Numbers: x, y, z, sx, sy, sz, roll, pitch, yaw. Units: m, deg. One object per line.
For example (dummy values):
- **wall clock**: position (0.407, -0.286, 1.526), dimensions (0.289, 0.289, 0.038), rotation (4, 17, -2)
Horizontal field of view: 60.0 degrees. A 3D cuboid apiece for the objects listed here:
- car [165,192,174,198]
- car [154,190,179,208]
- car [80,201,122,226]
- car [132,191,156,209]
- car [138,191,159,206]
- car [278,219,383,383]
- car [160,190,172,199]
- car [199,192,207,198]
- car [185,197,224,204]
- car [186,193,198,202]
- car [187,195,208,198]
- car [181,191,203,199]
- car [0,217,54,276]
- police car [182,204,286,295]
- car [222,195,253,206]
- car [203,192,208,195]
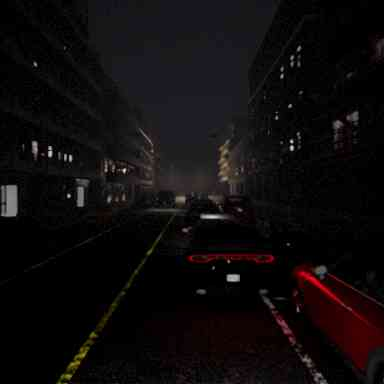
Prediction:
- **car**: position (-5.669, 0.653, 83.307), dimensions (1.887, 1.381, 4.507), rotation (0, 1, 0)
- **car**: position (-3.088, 0.796, 40.128), dimensions (2.150, 2.045, 5.566), rotation (0, 1, 0)
- **car**: position (-5.683, 1.302, 21.138), dimensions (1.752, 1.417, 4.829), rotation (0, 1, 0)
- **car**: position (-5.679, 1.035, 38.217), dimensions (1.967, 1.590, 4.097), rotation (0, 1, 0)
- **car**: position (-5.677, 0.849, 43.852), dimensions (2.192, 1.841, 5.009), rotation (0, 1, 0)
- **car**: position (2.694, 1.393, 4.395), dimensions (1.967, 1.590, 4.097), rotation (0, 1, 0)
- **car**: position (-5.670, 0.546, 72.032), dimensions (2.192, 1.841, 5.009), rotation (0, 1, 0)
- **car**: position (2.711, 0.653, 83.300), dimensions (1.887, 1.381, 4.507), rotation (0, 1, 0)
- **car**: position (0.671, 1.286, 18.596), dimensions (1.882, 1.535, 5.008), rotation (0, 0, 5)
- **car**: position (0.015, 0.910, 59.905), dimensions (2.033, 1.411, 5.357), rotation (0, 1, 0)
- **car**: position (0.790, 1.247, 24.500), dimensions (1.837, 1.490, 4.892), rotation (0, 1, -2)
- **car**: position (0.021, 1.002, 46.192), dimensions (2.128, 1.511, 4.902), rotation (0, 1, 0)
- **car**: position (-5.686, 1.459, 10.036), dimensions (1.947, 1.339, 4.313), rotation (0, 1, 0)
- **police car**: position (0.762, 1.334, 8.641), dimensions (1.930, 1.638, 5.238), rotation (0, 1, 0)
- **car**: position (2.699, 1.091, 21.301), dimensions (2.192, 1.841, 5.009), rotation (0, 1, 0)
- **car**: position (2.709, 0.755, 72.198), dimensions (1.752, 1.417, 4.829), rotation (0, 1, 0)
